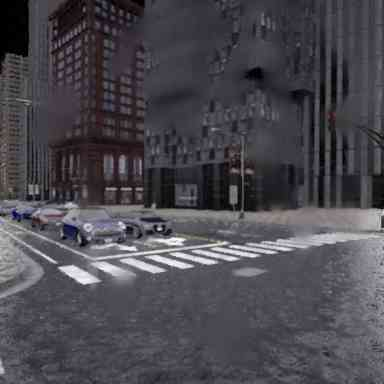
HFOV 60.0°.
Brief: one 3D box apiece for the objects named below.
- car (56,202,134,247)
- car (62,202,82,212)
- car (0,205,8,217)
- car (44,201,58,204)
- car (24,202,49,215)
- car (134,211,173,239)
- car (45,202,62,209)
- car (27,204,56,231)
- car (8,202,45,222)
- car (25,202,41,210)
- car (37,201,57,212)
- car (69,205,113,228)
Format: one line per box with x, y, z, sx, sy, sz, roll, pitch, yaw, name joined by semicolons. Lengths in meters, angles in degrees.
-4.924;1.560;16.390;2.097;1.767;4.553;0;-1;-35;car
-19.219;2.291;53.201;1.812;1.442;4.674;0;-1;-35;car
-21.314;2.199;39.164;1.895;1.301;4.718;0;-1;-35;car
-14.153;1.988;34.753;2.128;1.511;4.902;0;-1;-36;car
-20.217;2.135;43.227;2.128;1.511;4.902;0;-1;-35;car
-2.860;1.793;19.116;1.994;1.385;4.181;0;-1;-36;car
-26.188;2.531;62.831;1.895;1.301;4.718;0;-1;-36;car
-10.099;1.854;23.589;1.812;1.442;4.674;0;-1;-36;car
-15.518;1.935;31.090;1.882;1.535;5.008;0;-1;-36;car
-29.676;2.543;62.109;1.895;1.301;4.718;0;-1;-36;car
-23.247;2.295;53.213;1.837;1.490;4.892;0;-1;-36;car
-8.063;1.856;26.317;1.837;1.490;4.892;0;-1;-36;car
